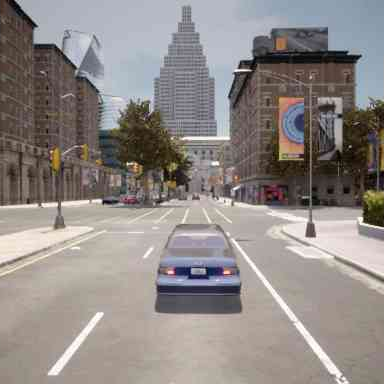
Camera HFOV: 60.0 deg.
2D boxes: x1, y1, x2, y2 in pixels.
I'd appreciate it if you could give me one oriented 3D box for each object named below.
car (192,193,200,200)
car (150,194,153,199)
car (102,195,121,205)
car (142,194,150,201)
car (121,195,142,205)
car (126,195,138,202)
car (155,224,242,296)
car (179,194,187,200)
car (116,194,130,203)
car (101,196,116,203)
[{"bbox_3d":[1.069,1.350,89.882,2.097,1.767,4.553,0,0,1],"label":"car"},{"bbox_3d":[-10.558,1.355,79.503,2.097,1.767,4.553,0,0,1],"label":"car"},{"bbox_3d":[-14.384,1.601,58.535,1.895,1.301,4.718,0,0,1],"label":"car"},{"bbox_3d":[-10.678,1.500,69.514,1.837,1.490,4.892,0,0,1],"label":"car"},{"bbox_3d":[-10.866,1.477,59.719,1.882,1.535,5.008,0,0,1],"label":"car"},{"bbox_3d":[-14.067,1.478,78.741,1.882,1.535,5.008,0,0,1],"label":"car"},{"bbox_3d":[0.166,1.547,8.803,2.033,1.411,5.357,0,0,1],"label":"car"},{"bbox_3d":[-2.436,1.540,89.523,2.033,1.411,5.357,0,0,1],"label":"car"},{"bbox_3d":[-14.189,1.355,68.642,2.097,1.767,4.553,0,0,1],"label":"car"},{"bbox_3d":[-17.426,1.595,69.687,1.895,1.301,4.718,0,0,1],"label":"car"}]
